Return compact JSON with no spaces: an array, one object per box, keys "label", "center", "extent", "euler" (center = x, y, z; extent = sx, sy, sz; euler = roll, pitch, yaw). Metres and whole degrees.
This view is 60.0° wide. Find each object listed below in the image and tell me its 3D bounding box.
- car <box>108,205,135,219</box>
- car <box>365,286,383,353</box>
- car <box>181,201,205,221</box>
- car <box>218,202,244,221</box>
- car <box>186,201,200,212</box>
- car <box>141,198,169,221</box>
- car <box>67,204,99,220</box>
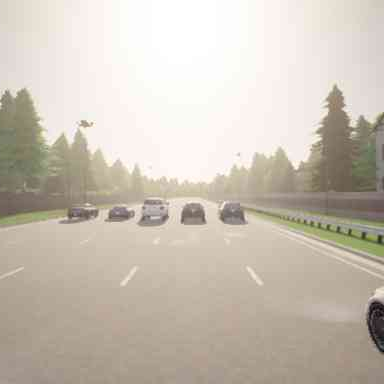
[{"label":"car","center":[-6.898,1.933,32.943],"extent":[1.994,1.385,4.181],"euler":[0,-1,0]},{"label":"car","center":[3.593,1.562,3.218],"extent":[1.812,1.442,4.674],"euler":[0,0,0]},{"label":"car","center":[0.103,1.698,31.096],"extent":[2.097,1.767,4.553],"euler":[0,-1,0]},{"label":"car","center":[3.603,1.701,31.376],"extent":[2.097,1.767,4.553],"euler":[0,-1,0]},{"label":"car","center":[0.103,2.105,50.054],"extent":[2.033,1.411,5.357],"euler":[0,-1,0]},{"label":"car","center":[-3.399,1.574,31.373],"extent":[2.150,2.045,5.566],"euler":[0,0,0]},{"label":"car","center":[-10.397,1.852,32.108],"extent":[2.128,1.511,4.902],"euler":[0,0,0]}]
